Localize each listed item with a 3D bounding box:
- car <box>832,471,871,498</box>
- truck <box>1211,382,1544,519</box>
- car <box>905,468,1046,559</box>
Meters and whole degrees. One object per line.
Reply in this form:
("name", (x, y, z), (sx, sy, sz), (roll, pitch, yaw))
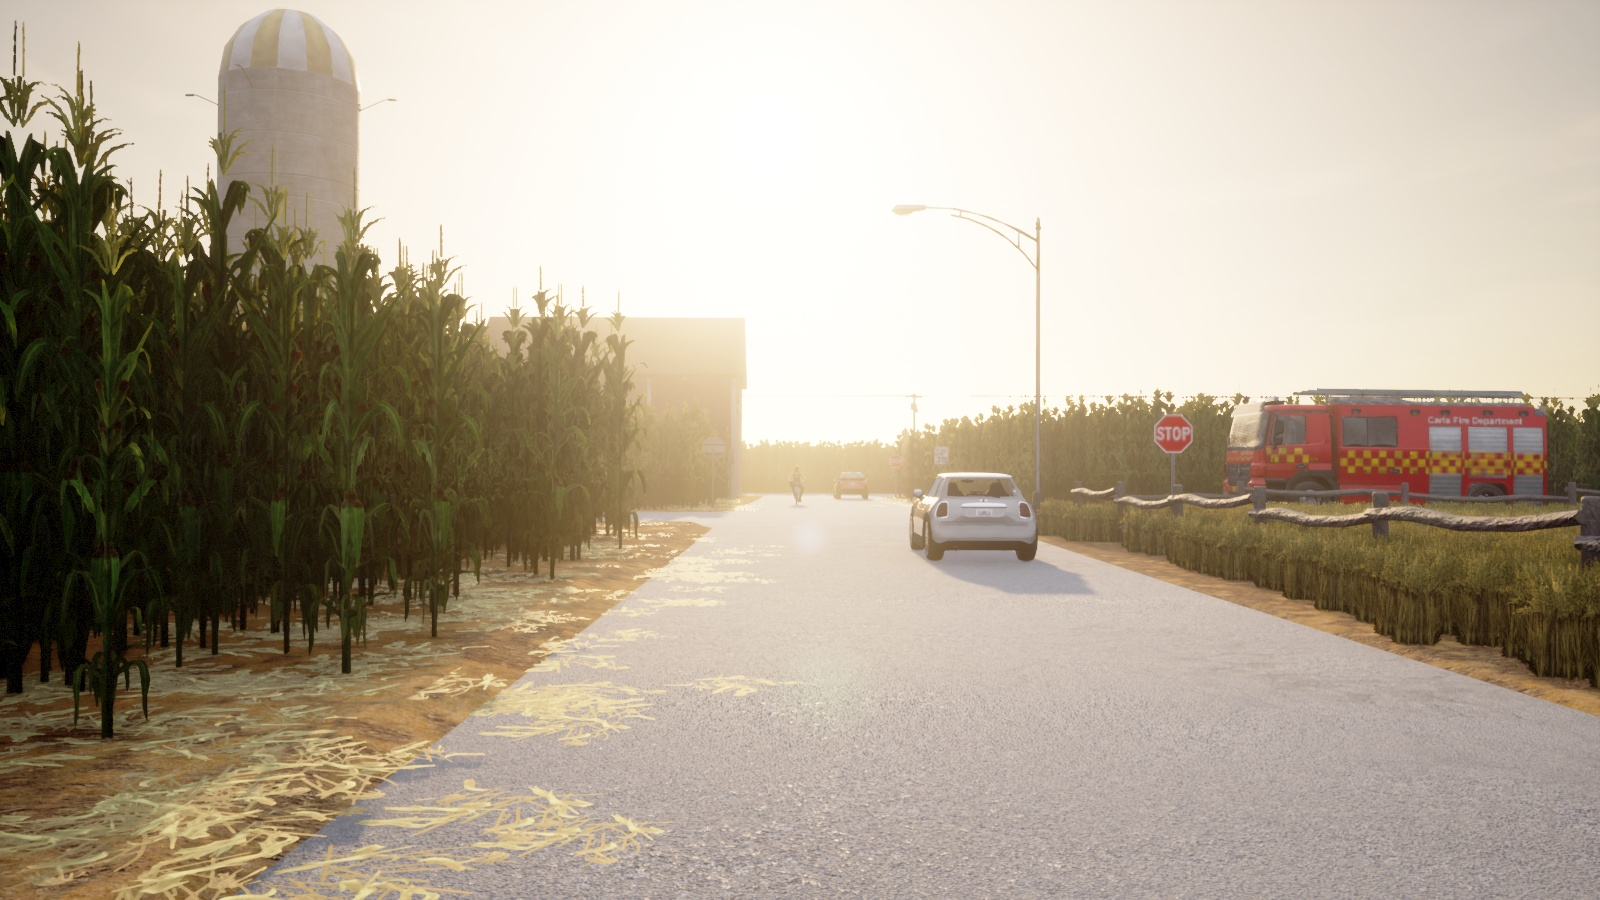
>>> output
("car", (2.915, 1.942, 71.323), (2.007, 1.525, 4.514), (0, -1, 0))
("truck", (16.791, 0.039, 36.936), (8.468, 3.827, 2.891), (0, -1, 0))
("car", (3.041, 1.072, 22.543), (1.970, 1.475, 3.806), (0, -1, 0))
